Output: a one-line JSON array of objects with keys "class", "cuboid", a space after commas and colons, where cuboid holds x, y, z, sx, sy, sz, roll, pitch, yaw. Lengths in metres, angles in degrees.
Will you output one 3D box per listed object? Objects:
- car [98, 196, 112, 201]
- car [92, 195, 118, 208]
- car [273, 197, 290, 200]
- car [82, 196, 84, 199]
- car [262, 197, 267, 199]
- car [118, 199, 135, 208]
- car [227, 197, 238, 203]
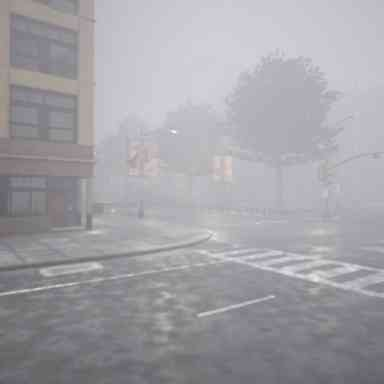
[{"class": "car", "cuboid": [-23.249, 1.763, 88.575, 1.895, 1.301, 4.718, 1, 0, -36]}, {"class": "car", "cuboid": [-13.196, 1.615, 48.964, 1.882, 1.535, 5.008, 1, -1, -36]}, {"class": "car", "cuboid": [19.163, 1.752, 69.837, 2.002, 1.452, 4.674, 1, 0, -36]}, {"class": "car", "cuboid": [-26.052, 1.496, 86.481, 2.097, 1.767, 4.553, 1, 0, -36]}, {"class": "car", "cuboid": [18.326, 1.952, 83.768, 1.895, 1.301, 4.718, 1, 0, -36]}, {"class": "car", "cuboid": [-10.548, 1.763, 51.279, 1.895, 1.301, 4.718, 1, 0, -36]}, {"class": "car", "cuboid": [8.680, 1.813, 77.312, 2.161, 1.482, 4.786, 1, 0, -36]}]
